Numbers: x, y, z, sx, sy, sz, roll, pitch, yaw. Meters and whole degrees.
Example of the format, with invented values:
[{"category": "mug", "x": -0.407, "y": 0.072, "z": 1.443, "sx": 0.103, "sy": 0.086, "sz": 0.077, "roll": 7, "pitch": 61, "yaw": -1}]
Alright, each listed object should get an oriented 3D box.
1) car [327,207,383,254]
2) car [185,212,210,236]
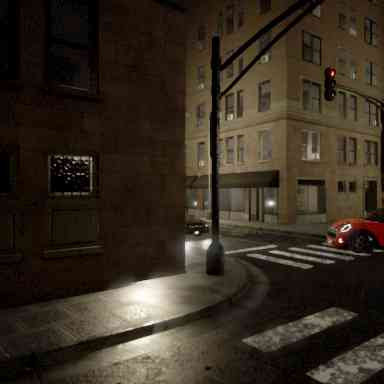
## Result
[{"category": "car", "x": 7.632, "y": 1.342, "z": 12.633, "sx": 4.553, "sy": 1.767, "sz": 2.097, "roll": 0, "pitch": -1, "yaw": 10}, {"category": "car", "x": -1.318, "y": 1.513, "z": 17.734, "sx": 2.033, "sy": 1.411, "sz": 5.357, "roll": 0, "pitch": 0, "yaw": -36}]
